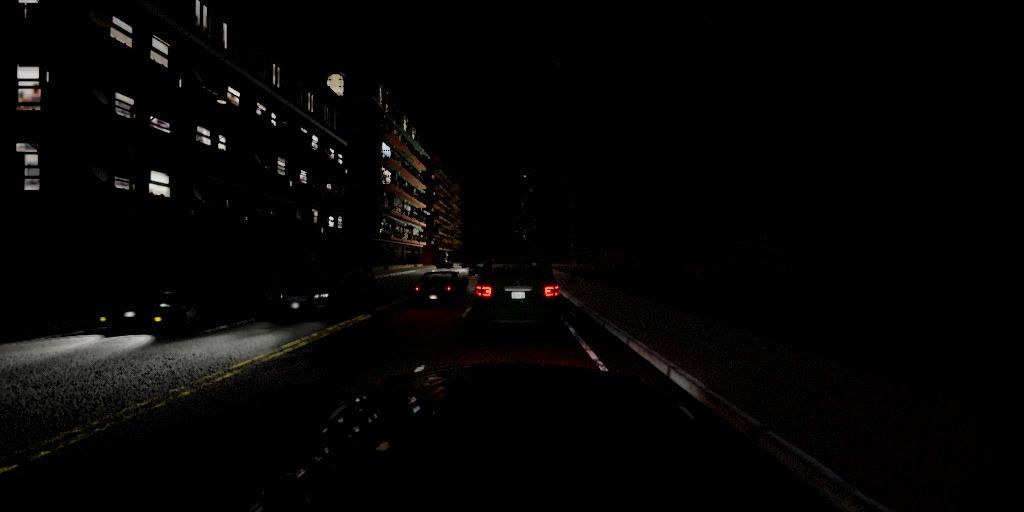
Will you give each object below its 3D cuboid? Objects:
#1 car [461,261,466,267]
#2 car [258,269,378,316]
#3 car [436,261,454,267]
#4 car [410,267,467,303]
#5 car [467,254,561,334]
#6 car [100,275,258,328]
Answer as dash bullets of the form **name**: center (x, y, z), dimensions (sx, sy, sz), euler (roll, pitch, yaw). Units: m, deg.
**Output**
- **car**: center (-6.592, 1.352, 54.505), dimensions (1.895, 1.301, 4.718), euler (0, 0, 0)
- **car**: center (-6.602, 1.243, 13.368), dimensions (2.128, 1.511, 4.902), euler (0, 0, 0)
- **car**: center (-9.845, 1.352, 52.488), dimensions (1.895, 1.301, 4.718), euler (0, 0, 0)
- **car**: center (-3.152, 1.352, 16.622), dimensions (1.895, 1.301, 4.718), euler (0, 0, 0)
- **car**: center (0.101, 0.973, 10.732), dimensions (2.150, 2.045, 5.566), euler (0, 0, -1)
- **car**: center (-9.852, 1.315, 11.227), dimensions (1.994, 1.385, 4.181), euler (0, 0, 0)
